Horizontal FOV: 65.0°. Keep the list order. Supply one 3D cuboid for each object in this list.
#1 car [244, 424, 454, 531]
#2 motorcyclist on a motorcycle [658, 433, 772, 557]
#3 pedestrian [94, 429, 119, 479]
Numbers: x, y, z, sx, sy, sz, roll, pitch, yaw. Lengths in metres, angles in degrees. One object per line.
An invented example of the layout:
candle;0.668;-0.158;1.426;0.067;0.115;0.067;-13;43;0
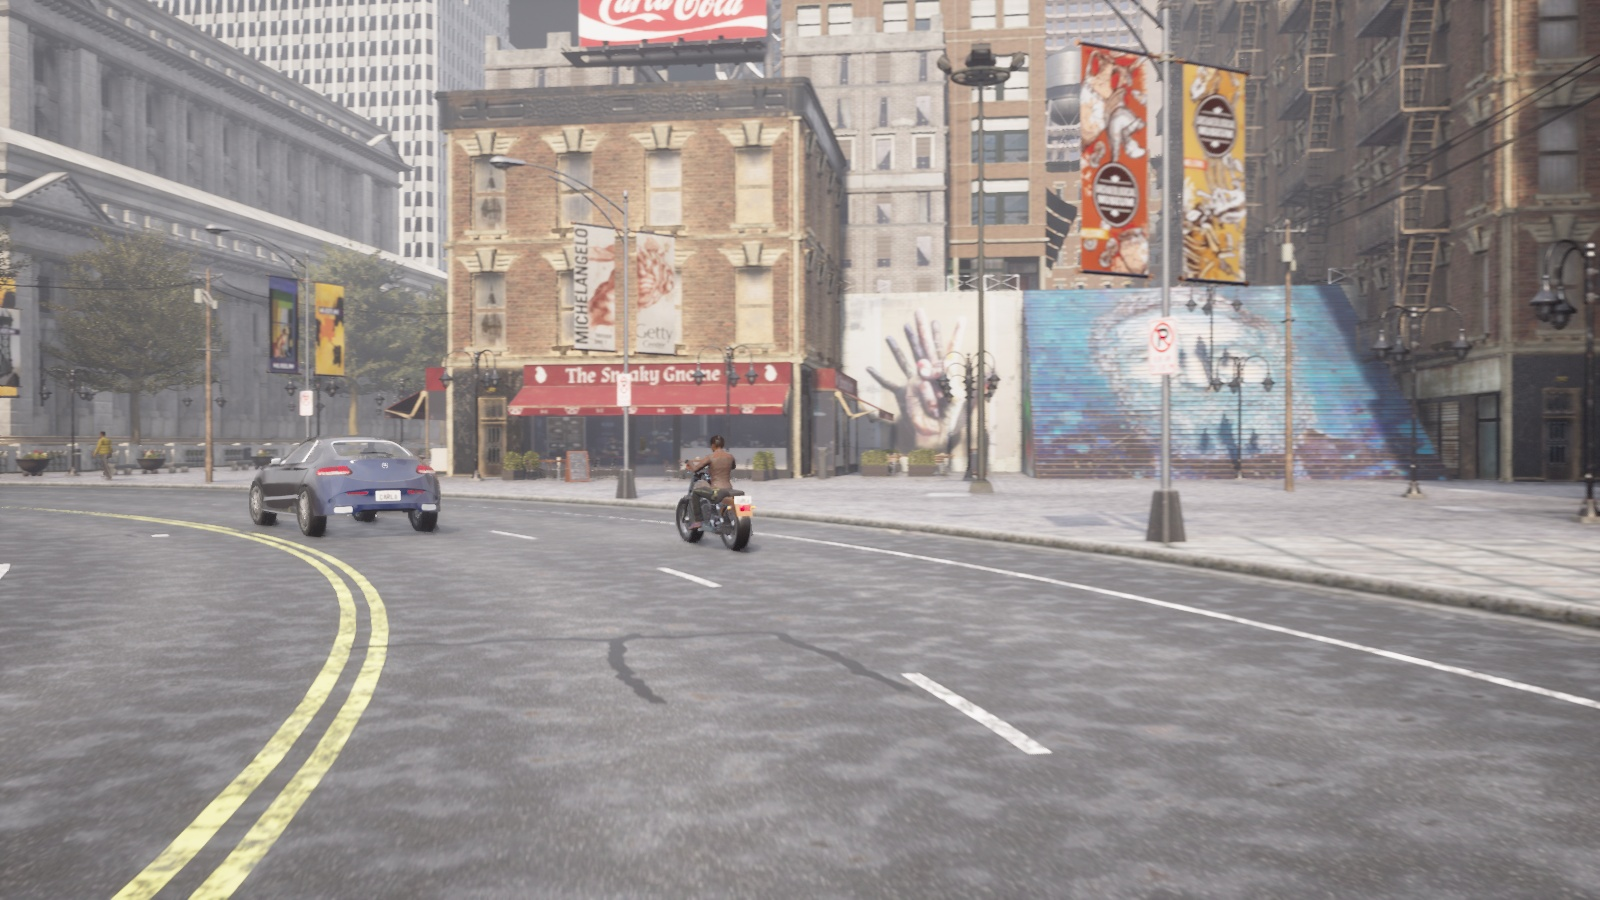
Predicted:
car;-8.040;0.404;22.052;2.152;1.651;5.027;0;0;-36
motorcyclist on a motorcycle;-1.255;0.596;17.986;0.766;1.649;2.350;0;0;-27
pedestrian;-25.465;0.153;46.121;0.709;1.840;0.431;0;0;15
